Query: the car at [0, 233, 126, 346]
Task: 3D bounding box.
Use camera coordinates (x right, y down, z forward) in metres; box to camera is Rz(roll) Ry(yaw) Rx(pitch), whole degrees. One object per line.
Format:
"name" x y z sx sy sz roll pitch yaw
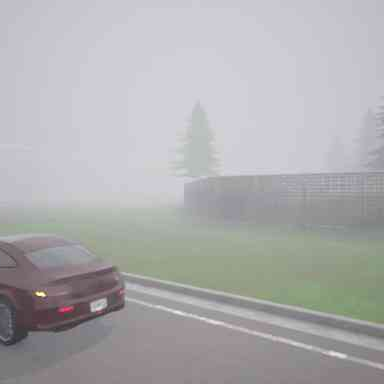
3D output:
"car" -3.271 1.525 6.325 4.674 1.442 1.812 0 0 36
